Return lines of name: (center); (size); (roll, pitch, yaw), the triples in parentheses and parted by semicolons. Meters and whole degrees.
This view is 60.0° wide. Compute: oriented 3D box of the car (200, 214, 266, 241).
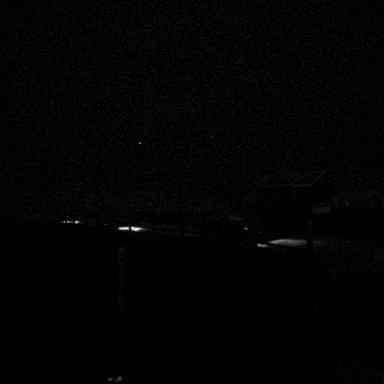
car: (2.334, 2.069, 20.318); (1.812, 1.442, 4.674); (0, -2, -37)

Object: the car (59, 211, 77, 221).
car: (-18.736, 3.565, 49.844); (1.837, 1.490, 4.892); (0, -3, -36)

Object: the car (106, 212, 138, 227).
car: (-7.037, 2.750, 33.340); (1.994, 1.385, 4.181); (0, -2, -36)
